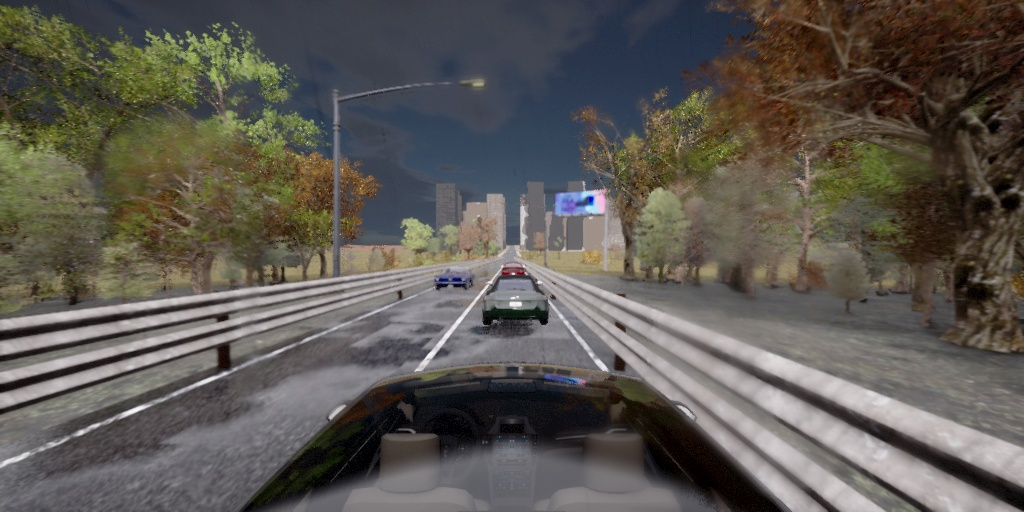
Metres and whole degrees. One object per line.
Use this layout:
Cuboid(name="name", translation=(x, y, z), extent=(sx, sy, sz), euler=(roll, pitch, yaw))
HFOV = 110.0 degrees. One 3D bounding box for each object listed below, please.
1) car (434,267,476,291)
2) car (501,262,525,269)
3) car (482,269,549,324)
Cuboid(name="car", translation=(-3.351, 1.341, 21.673), extent=(1.895, 1.301, 4.718), euler=(0, 0, 0))
Cuboid(name="car", translation=(0.091, 1.213, 30.241), extent=(1.882, 1.535, 5.008), euler=(0, 0, 0))
Cuboid(name="car", translation=(0.102, 1.309, 11.993), extent=(1.994, 1.385, 4.181), euler=(0, 0, 0))
